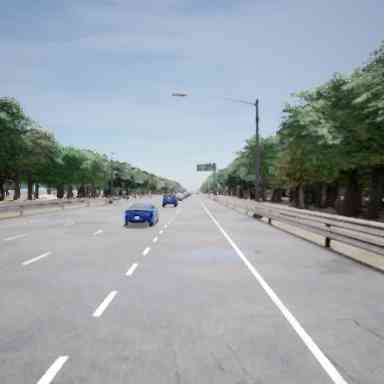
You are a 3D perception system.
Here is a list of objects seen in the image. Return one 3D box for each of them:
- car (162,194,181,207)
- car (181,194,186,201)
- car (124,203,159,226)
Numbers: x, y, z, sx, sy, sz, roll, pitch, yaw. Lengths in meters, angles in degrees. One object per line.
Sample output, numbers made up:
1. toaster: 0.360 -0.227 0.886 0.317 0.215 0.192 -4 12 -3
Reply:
1. car: -3.337 1.253 51.385 2.150 2.045 5.566 0 0 0
2. car: -3.100 1.648 82.541 1.895 1.301 4.718 0 0 1
3. car: -3.461 1.485 23.440 1.882 1.535 5.008 0 0 0
